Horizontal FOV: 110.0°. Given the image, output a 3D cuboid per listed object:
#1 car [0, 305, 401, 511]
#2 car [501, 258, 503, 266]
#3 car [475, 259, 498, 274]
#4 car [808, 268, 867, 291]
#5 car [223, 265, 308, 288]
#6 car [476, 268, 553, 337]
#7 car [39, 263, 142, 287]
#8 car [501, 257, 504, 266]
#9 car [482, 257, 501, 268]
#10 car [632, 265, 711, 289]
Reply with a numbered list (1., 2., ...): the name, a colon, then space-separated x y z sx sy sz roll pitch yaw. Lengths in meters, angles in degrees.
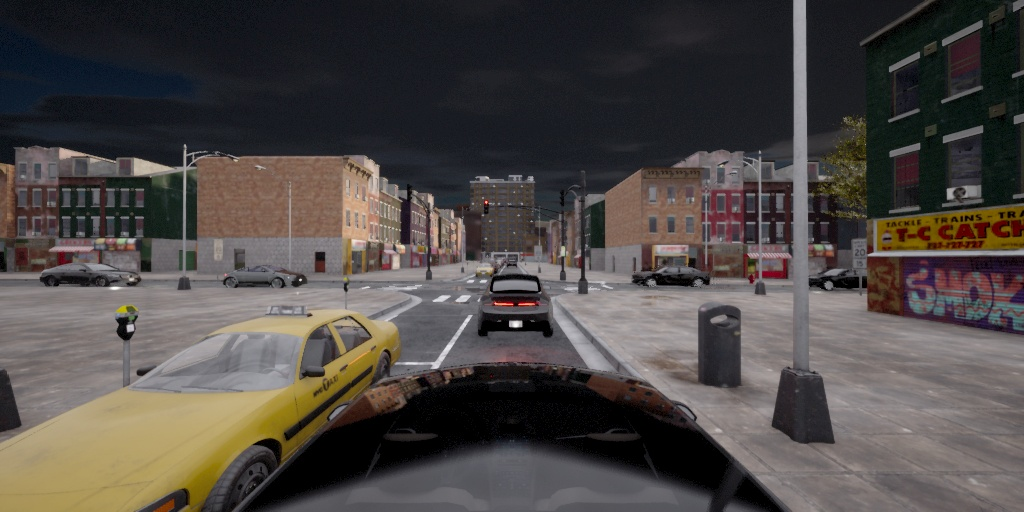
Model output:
1. car: -2.641 1.276 3.959 1.751 1.417 4.829 0 0 0
2. car: -2.707 1.357 52.417 2.007 1.370 4.403 0 0 0
3. car: -2.684 1.302 35.916 1.751 1.417 4.829 0 0 0
4. car: 22.320 1.545 24.389 5.008 1.535 1.882 1 0 -1
5. car: -14.504 1.220 21.203 4.181 1.385 1.994 0 0 0
6. car: 0.084 1.257 10.342 1.837 1.490 4.892 0 0 0
7. car: -24.792 1.110 21.139 4.674 1.442 1.812 0 0 -1
8. car: -2.721 1.358 63.134 1.751 1.417 4.829 0 0 0
9. car: -2.692 1.100 41.529 2.192 1.841 5.009 0 0 0
10. car: 10.712 1.373 24.321 5.008 1.535 1.882 1 0 0
